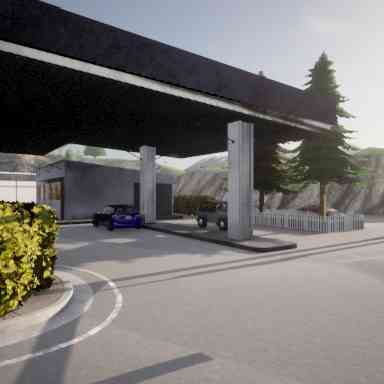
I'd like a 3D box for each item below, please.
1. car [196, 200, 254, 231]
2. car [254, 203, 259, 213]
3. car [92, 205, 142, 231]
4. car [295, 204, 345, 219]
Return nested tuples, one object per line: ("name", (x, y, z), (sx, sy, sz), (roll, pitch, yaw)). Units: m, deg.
("car", (1.918, 1.505, 22.275), (1.905, 1.878, 3.866), (0, 0, -34))
("car", (5.740, 1.544, 36.492), (2.097, 1.767, 4.553), (0, 0, -33))
("car", (-5.197, 1.672, 22.767), (2.242, 1.667, 4.611), (0, 0, -34))
("car", (10.910, 1.755, 28.495), (1.994, 1.385, 4.181), (0, 0, -33))
